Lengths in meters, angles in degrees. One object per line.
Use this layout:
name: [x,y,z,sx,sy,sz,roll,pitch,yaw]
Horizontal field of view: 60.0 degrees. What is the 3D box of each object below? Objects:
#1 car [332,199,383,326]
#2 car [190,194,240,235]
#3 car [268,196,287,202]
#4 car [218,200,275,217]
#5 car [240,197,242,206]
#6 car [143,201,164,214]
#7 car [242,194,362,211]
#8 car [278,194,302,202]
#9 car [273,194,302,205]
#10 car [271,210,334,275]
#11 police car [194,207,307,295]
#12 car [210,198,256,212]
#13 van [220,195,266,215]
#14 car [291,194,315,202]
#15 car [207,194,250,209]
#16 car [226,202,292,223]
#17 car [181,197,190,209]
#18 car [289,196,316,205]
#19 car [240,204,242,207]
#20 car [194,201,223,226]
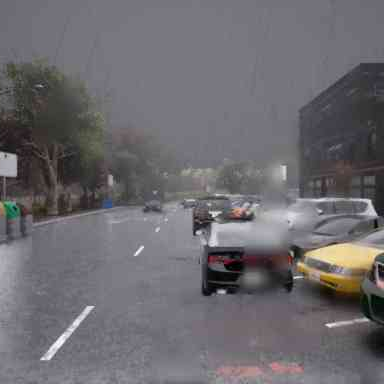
car: [5.299,1.236,5.070,5.566,2.045,2.435,1,0,-20]
car: [1.119,1.245,18.813,2.150,2.045,5.566,0,0,0]
car: [20.593,1.719,80.285,2.163,1.488,4.792,0,-1,-22]
car: [5.238,1.538,32.122,5.008,1.535,2.097,1,0,-20]
car: [5.248,1.382,20.101,4.553,1.767,2.185,1,0,-20]
car: [-4.191,1.666,36.268,1.895,1.301,4.718,0,0,0]
car: [5.269,1.246,14.087,5.566,2.045,2.435,1,0,-20]
car: [23.616,1.440,80.383,2.435,2.045,5.566,0,-1,-22]
car: [18.077,1.384,63.214,2.435,2.045,5.566,0,1,-22]
car: [5.269,1.523,11.085,4.792,1.488,2.163,1,0,-20]
police car: [1.145,1.431,8.892,1.930,1.638,5.238,0,0,0]
car: [5.027,1.558,41.065,5.366,1.575,1.946,1,0,-20]
van: [5.344,1.323,35.168,4.442,1.987,1.878,1,0,-20]
car: [26.676,1.441,80.434,2.435,2.045,5.566,1,-1,-22]
car: [5.187,1.330,47.160,5.566,2.045,2.435,1,0,-20]
car: [5.266,1.562,26.110,4.674,1.452,2.002,1,0,-20]
car: [-0.203,1.619,46.323,1.812,1.442,4.674,0,0,0]
car: [20.991,1.666,63.342,2.163,1.488,4.792,0,1,-22]
car: [5.261,1.532,17.086,4.792,1.488,2.163,1,0,-20]
car: [1.101,1.512,24.783,1.882,1.535,5.008,0,0,0]
